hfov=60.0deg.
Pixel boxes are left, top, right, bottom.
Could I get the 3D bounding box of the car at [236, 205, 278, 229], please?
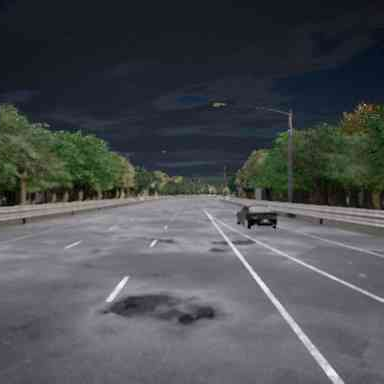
[{"bbox_3d":[4.314,1.625,22.832,1.882,1.535,5.008,0,0,-4],"label":"car"}]
